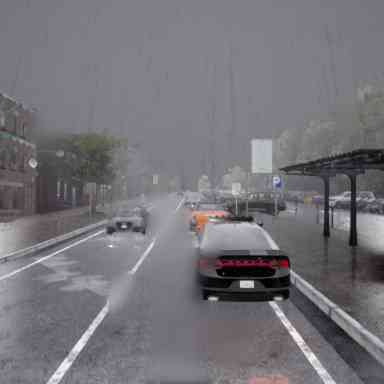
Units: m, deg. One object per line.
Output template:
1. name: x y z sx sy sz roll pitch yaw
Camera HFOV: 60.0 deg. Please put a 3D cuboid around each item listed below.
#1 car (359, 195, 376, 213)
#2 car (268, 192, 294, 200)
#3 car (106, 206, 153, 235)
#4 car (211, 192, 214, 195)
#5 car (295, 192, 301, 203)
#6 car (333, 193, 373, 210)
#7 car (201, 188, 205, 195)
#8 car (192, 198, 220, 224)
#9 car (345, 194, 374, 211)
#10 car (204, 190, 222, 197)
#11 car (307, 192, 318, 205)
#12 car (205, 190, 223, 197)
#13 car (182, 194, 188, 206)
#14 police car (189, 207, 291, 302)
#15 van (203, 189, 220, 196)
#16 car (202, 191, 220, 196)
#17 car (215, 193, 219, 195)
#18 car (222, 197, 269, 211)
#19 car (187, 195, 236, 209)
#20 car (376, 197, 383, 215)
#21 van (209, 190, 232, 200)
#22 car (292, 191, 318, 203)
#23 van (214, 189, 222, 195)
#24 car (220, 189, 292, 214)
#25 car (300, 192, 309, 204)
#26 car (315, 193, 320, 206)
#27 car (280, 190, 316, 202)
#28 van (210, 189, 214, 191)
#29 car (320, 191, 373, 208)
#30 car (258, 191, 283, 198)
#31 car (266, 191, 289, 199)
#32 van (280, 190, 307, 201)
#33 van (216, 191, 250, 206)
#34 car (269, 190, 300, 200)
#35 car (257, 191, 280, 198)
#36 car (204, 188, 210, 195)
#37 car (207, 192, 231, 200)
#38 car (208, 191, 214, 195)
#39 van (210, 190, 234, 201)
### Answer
1. car: 18.758 1.277 30.953 4.892 1.521 2.231 0 1 0
2. car: 18.591 0.813 69.816 4.792 1.488 2.163 0 1 0
3. car: -3.286 1.469 18.113 1.994 1.385 4.181 0 1 0
4. car: 5.638 1.126 49.664 4.792 1.488 2.163 0 1 0
5. car: 18.656 1.119 50.381 4.792 1.488 2.163 0 1 0
6. car: 18.738 1.226 36.505 5.008 1.535 2.097 0 1 0
7. car: 5.485 0.398 77.696 5.566 2.045 2.435 0 1 0
8. car: 0.926 1.303 24.514 1.801 1.575 5.366 0 1 0
9. car: 18.748 1.251 33.729 5.008 1.535 2.097 0 1 0
10. car: 5.454 0.382 86.106 4.553 1.767 2.185 0 1 0
11. car: 18.699 1.149 44.832 5.008 1.535 2.097 0 1 0
12. car: 5.463 0.429 83.303 4.553 1.767 2.185 0 1 0
13. car: -0.059 1.215 46.840 1.895 1.301 4.718 0 1 1
14. police car: 0.958 1.401 8.416 1.930 1.638 5.238 0 0 0
15. van: 5.349 0.188 91.710 4.442 1.987 1.878 0 1 0
16. car: 5.451 0.366 94.517 5.008 1.535 2.097 0 1 0
17. car: 5.632 1.183 41.252 5.008 1.535 2.097 0 1 0
18. car: 5.659 1.273 35.646 4.674 1.452 2.002 0 1 0
19. car: 0.938 1.255 18.285 2.097 1.767 4.553 0 1 0
20. car: 18.790 1.331 28.178 4.792 1.488 2.163 0 1 0
21. van: 5.668 0.612 66.485 4.442 1.987 1.878 0 1 0
22. car: 18.705 1.080 53.164 4.792 1.488 2.163 0 1 0
23. van: 5.511 0.931 44.056 4.442 1.987 1.878 0 1 0
24. car: 5.647 1.032 30.037 5.566 2.045 2.435 0 1 0
25. car: 18.880 1.116 47.610 5.366 1.575 1.946 0 1 0
26. car: 18.708 1.178 42.054 4.892 1.521 2.231 0 1 0
27. car: 18.686 0.718 58.711 5.566 2.045 2.435 0 1 0
28. van: 5.697 0.753 58.078 4.442 1.987 1.878 0 1 0
29. car: 18.695 0.950 39.278 5.566 2.045 2.435 0 1 0
30. car: 18.407 0.640 78.142 5.366 1.575 1.946 0 1 0
31. car: 18.641 0.611 72.591 4.553 1.767 2.185 0 1 0
32. van: 18.765 0.697 61.488 4.442 1.987 1.878 0 1 0
33. van: 5.735 0.901 46.859 4.442 1.987 1.878 0 1 0
34. car: 18.658 0.578 67.037 5.566 2.045 2.435 0 1 0
35. car: 18.588 0.597 80.919 4.892 1.521 2.231 0 1 0
36. car: 5.542 0.681 60.877 5.566 2.045 2.435 0 1 0
37. car: 5.536 0.792 69.292 4.892 1.521 2.231 0 1 0
38. car: 5.596 1.020 55.274 4.892 1.521 2.231 0 1 0
39. van: 5.678 0.659 63.682 4.442 1.987 1.878 0 1 0
